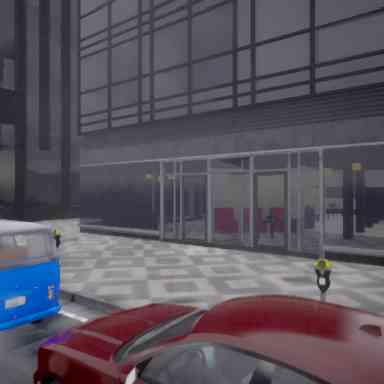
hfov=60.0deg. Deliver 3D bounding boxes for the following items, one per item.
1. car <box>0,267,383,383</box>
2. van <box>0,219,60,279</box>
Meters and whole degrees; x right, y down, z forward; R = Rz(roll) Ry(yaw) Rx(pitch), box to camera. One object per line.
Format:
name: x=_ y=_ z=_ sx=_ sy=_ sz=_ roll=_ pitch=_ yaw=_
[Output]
car: x=0.548 y=1.542 z=2.574 sx=4.507 sy=1.381 sz=1.887 roll=0 pitch=0 yaw=36
van: x=-4.026 y=1.339 z=5.837 sx=3.998 sy=1.788 sz=1.690 roll=0 pitch=0 yaw=36
